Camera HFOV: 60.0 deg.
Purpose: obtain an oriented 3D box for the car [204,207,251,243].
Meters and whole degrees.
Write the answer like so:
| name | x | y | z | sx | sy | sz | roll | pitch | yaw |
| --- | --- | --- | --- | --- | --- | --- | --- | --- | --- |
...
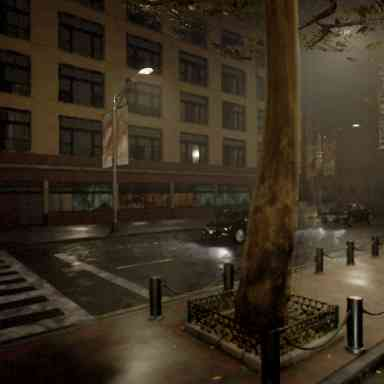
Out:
| name | x | y | z | sx | sy | sz | roll | pitch | yaw |
| --- | --- | --- | --- | --- | --- | --- | --- | --- | --- |
| car | 2.750 | 1.558 | 16.489 | 4.892 | 1.490 | 1.837 | 0 | 0 | -39 |

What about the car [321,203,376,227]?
| name | x | y | z | sx | sy | sz | roll | pitch | yaw |
| --- | --- | --- | --- | --- | --- | --- | --- | --- | --- |
| car | 10.805 | 1.513 | 22.884 | 4.902 | 1.511 | 2.128 | 0 | 0 | -39 |
